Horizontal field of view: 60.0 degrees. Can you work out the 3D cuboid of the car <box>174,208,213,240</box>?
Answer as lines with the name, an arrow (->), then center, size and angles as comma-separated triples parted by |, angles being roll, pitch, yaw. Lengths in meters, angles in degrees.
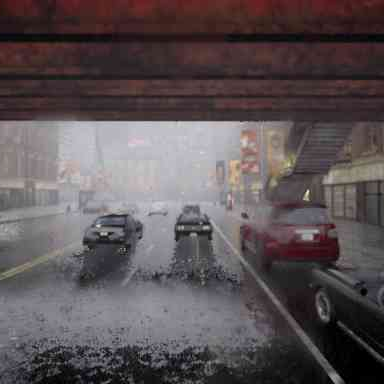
car -> 0.057, 1.763, 18.069 | 1.895, 1.301, 4.718 | 0, -1, 0

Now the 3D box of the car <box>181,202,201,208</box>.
car -> -0.086, 1.825, 35.753 | 1.837, 1.490, 4.892 | 0, -1, 0

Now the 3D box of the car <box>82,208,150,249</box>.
car -> -3.420, 1.683, 15.324 | 2.033, 1.411, 5.357 | 0, -1, 0

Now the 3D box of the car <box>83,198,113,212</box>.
car -> -10.795, 1.808, 37.578 | 1.882, 1.535, 5.008 | 0, -1, 0

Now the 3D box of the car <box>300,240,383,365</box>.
car -> 3.165, 1.635, 4.221 | 1.895, 1.301, 4.718 | 0, -1, -1

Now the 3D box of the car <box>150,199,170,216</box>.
car -> -3.607, 1.852, 36.707 | 1.812, 1.442, 4.674 | 0, -1, -1

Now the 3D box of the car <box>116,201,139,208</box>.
car -> -7.302, 1.939, 38.216 | 1.895, 1.301, 4.718 | 0, -1, 0

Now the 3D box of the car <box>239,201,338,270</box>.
car -> 3.063, 1.335, 11.619 | 2.435, 2.045, 5.566 | 0, -1, -1
